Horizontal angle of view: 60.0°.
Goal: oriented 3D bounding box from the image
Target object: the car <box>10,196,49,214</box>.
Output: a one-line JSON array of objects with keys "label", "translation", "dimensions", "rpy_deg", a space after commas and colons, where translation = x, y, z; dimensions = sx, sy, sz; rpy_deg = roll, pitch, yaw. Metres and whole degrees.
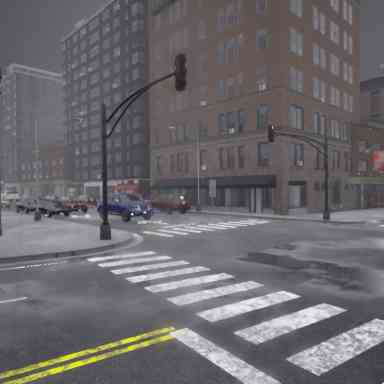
[{"label": "car", "translation": [-16.188, 1.374, 33.167], "dimensions": [1.947, 1.339, 4.313], "rpy_deg": [0, 1, -44]}]

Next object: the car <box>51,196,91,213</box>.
[{"label": "car", "translation": [-12.076, 1.393, 32.873], "dimensions": [1.895, 1.301, 4.718], "rpy_deg": [-1, 1, -44]}]

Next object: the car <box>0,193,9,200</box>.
[{"label": "car", "translation": [-40.735, 0.883, 70.744], "dimensions": [1.947, 1.339, 4.313], "rpy_deg": [0, 1, -44]}]

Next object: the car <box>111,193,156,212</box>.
[{"label": "car", "translation": [-6.238, 1.044, 35.147], "dimensions": [2.192, 1.841, 5.009], "rpy_deg": [0, 1, -44]}]

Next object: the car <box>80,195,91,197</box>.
[{"label": "car", "translation": [-13.904, 1.082, 43.058], "dimensions": [1.967, 1.590, 4.097], "rpy_deg": [0, 1, -44]}]

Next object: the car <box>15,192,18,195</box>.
[{"label": "car", "translation": [-29.236, 1.042, 58.880], "dimensions": [1.802, 1.307, 4.206], "rpy_deg": [0, 1, -44]}]

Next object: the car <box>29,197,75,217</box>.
[{"label": "car", "translation": [-12.355, 1.417, 29.212], "dimensions": [1.947, 1.339, 4.313], "rpy_deg": [0, 1, -44]}]

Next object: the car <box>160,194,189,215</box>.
[{"label": "car", "translation": [-2.405, 1.086, 31.192], "dimensions": [2.192, 1.841, 5.009], "rpy_deg": [0, 1, -44]}]

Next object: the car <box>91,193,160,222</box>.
[{"label": "car", "translation": [-5.305, 1.089, 25.882], "dimensions": [2.150, 2.045, 5.566], "rpy_deg": [-1, 1, -44]}]

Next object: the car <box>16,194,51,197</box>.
[{"label": "car", "translation": [-19.354, 1.214, 40.403], "dimensions": [1.837, 1.490, 4.892], "rpy_deg": [-1, 1, -44]}]

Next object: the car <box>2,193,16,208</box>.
[{"label": "car", "translation": [-23.733, 1.246, 40.952], "dimensions": [1.752, 1.417, 4.829], "rpy_deg": [0, 1, -44]}]

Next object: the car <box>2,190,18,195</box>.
[{"label": "car", "translation": [-31.909, 0.709, 57.932], "dimensions": [2.150, 2.045, 5.566], "rpy_deg": [-1, 1, -44]}]
